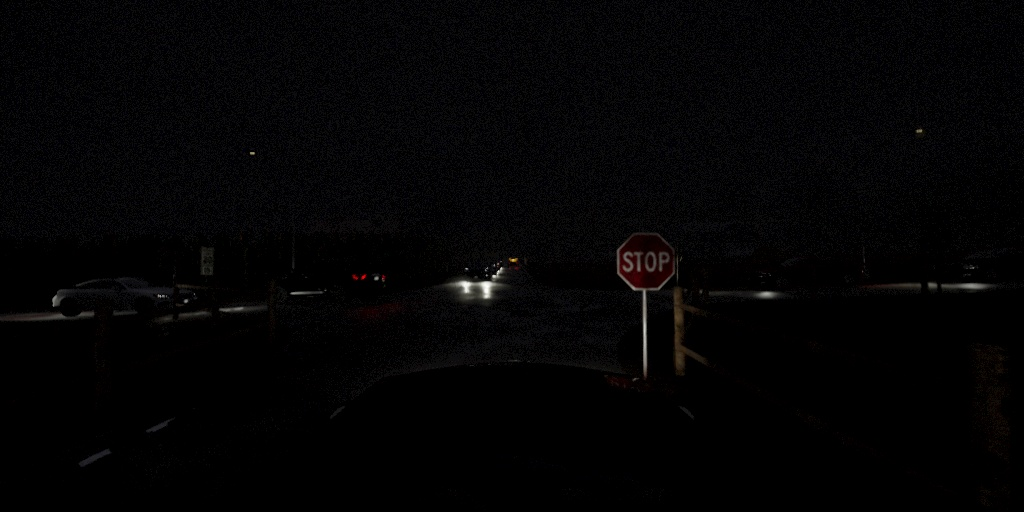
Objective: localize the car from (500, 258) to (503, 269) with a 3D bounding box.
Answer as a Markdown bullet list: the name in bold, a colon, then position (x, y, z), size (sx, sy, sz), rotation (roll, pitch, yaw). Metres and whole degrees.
- **car**: position (-2.660, 1.002, 49.016), size (2.097, 1.767, 4.553), rotation (0, 0, 0)

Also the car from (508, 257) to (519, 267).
- **car**: position (0.216, 1.224, 61.662), size (1.895, 1.301, 4.718), rotation (0, 0, 0)

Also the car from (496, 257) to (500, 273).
- **car**: position (-2.704, 1.023, 39.335), size (2.097, 1.767, 4.553), rotation (0, 0, 0)

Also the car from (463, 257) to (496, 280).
- **car**: position (-2.750, 1.046, 29.757), size (2.097, 1.767, 4.553), rotation (0, 0, 0)

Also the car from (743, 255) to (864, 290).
- **car**: position (13.794, 0.755, 17.174), size (5.008, 1.535, 1.882), rotation (-2, -2, -1)

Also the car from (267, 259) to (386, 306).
- **car**: position (-8.720, 1.204, 16.937), size (5.566, 2.045, 2.150), rotation (-2, -3, 16)

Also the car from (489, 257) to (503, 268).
- **car**: position (-2.567, 0.981, 59.042), size (2.097, 1.767, 4.553), rotation (0, 0, 1)

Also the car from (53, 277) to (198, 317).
- **car**: position (-15.342, 1.571, 14.328), size (4.674, 1.442, 1.812), rotation (-1, -2, 0)

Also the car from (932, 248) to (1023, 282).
- **car**: position (23.272, 0.394, 17.173), size (5.008, 1.535, 1.882), rotation (-2, -2, 0)
